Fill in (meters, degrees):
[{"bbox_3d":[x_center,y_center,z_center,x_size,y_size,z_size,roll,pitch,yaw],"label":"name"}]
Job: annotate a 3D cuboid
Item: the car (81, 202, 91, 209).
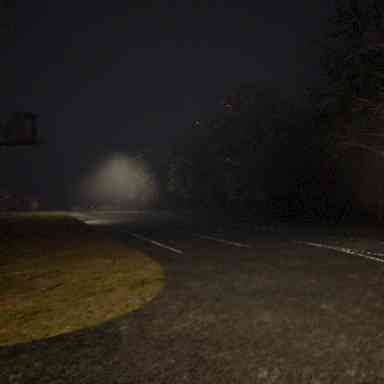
[{"bbox_3d":[-25.953,3.256,81.477,2.097,1.767,4.553,0,-1,-17],"label":"car"}]
